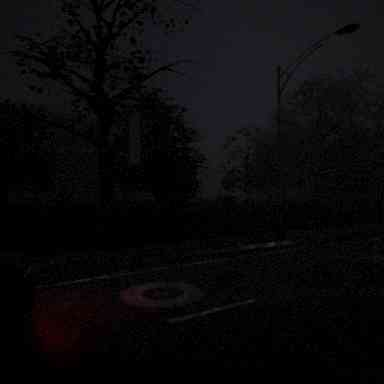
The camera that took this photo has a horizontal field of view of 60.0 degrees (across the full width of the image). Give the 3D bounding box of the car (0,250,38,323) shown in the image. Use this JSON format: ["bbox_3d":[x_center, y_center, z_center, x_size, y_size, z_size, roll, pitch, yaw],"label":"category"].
[{"bbox_3d":[-4.928,1.474,4.650,5.008,1.535,1.882,0,0,-35],"label":"car"}]
